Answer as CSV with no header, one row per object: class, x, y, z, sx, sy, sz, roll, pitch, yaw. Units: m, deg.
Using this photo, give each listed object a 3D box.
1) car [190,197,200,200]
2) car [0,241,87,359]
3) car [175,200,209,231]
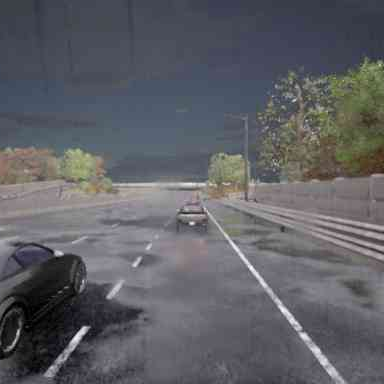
car,0.483,1.596,57.099,1.994,1.385,4.181,0,0,5
car,-3.400,1.561,5.959,1.994,1.385,4.181,0,0,0
car,0.003,1.490,20.486,2.128,1.511,4.902,0,0,0
